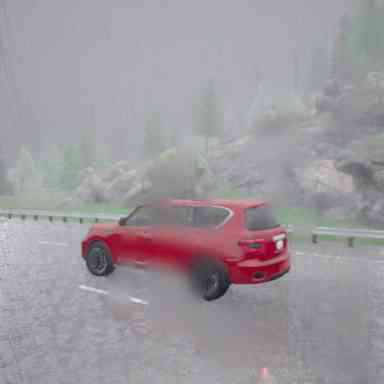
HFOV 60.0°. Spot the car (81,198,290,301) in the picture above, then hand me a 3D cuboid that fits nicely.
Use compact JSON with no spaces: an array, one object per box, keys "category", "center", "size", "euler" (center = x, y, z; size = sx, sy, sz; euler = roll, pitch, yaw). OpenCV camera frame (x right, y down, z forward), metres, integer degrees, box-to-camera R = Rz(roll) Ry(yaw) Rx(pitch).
[{"category":"car","center":[-0.392,1.173,8.430],"size":[5.566,2.045,2.150],"euler":[0,0,35]}]
